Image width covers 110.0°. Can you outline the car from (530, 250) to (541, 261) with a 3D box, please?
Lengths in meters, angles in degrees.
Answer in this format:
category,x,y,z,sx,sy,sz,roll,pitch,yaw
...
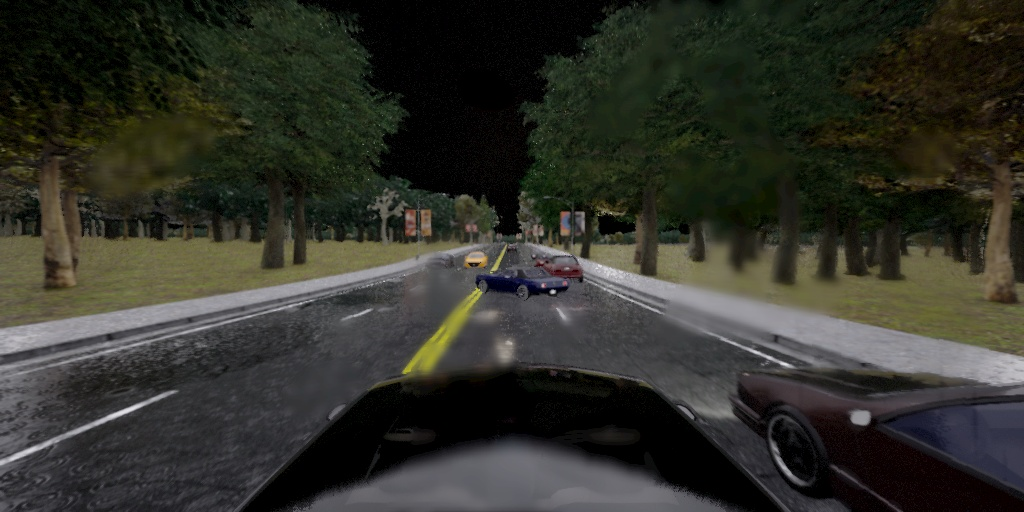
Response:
category,x,y,z,sx,sy,sz,roll,pitch,yaw
car,3.246,-0.125,45.363,1.895,1.301,4.718,0,3,0

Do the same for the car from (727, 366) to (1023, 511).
category,x,y,z,sx,sy,sz,roll,pitch,yaw
car,3.250,1.301,1.386,2.033,1.411,5.357,0,1,0

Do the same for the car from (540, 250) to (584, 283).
category,x,y,z,sx,sy,sz,roll,pitch,yaw
car,3.248,0.696,23.332,2.097,1.767,4.553,0,2,0

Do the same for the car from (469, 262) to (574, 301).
category,x,y,z,sx,sy,sz,roll,pitch,yaw
car,0.276,1.136,16.220,1.895,1.301,4.718,-1,2,-39

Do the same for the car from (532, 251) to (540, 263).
category,x,y,z,sx,sy,sz,roll,pitch,yaw
car,3.247,0.493,34.381,1.895,1.301,4.718,0,3,0

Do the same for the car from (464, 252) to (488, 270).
category,x,y,z,sx,sy,sz,roll,pitch,yaw
car,-3.343,0.383,34.103,1.882,1.535,5.008,0,3,0

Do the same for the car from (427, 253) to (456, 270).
category,x,y,z,sx,sy,sz,roll,pitch,yaw
car,-6.598,0.452,34.130,2.033,1.411,5.357,0,3,0
